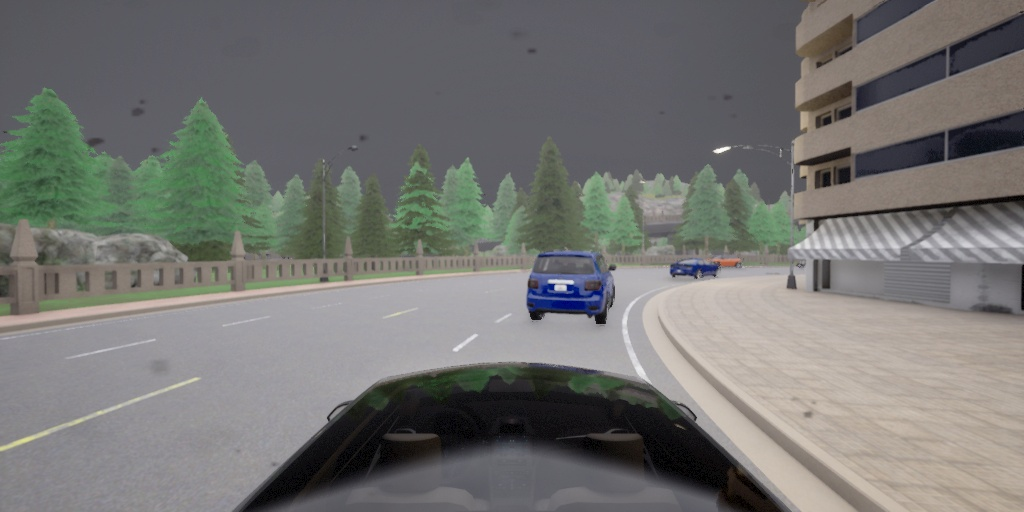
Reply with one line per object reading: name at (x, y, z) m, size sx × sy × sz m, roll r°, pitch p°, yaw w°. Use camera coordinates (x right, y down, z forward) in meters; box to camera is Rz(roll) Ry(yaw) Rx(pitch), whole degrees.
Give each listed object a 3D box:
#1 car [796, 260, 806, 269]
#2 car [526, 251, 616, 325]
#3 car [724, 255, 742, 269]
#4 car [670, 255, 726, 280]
car at (35.415, 0.804, 41.291) m, size 4.892 × 1.490 × 1.837 m, roll 0°, pitch 1°, yaw -4°
car at (2.085, 0.853, 11.628) m, size 2.150 × 2.045 × 5.566 m, roll 0°, pitch 1°, yaw 19°
car at (25.295, 0.611, 43.494) m, size 4.553 × 1.767 × 2.097 m, roll 0°, pitch 1°, yaw -10°
car at (14.082, 0.923, 27.475) m, size 5.008 × 1.535 × 1.882 m, roll 0°, pitch 1°, yaw -37°
